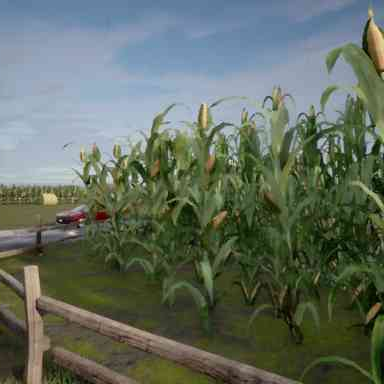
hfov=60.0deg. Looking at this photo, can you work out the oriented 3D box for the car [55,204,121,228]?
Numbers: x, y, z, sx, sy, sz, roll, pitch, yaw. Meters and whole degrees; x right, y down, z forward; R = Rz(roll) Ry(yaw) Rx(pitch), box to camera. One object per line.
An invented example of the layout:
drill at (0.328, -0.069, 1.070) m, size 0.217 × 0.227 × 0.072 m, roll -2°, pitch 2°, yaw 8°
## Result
car at (-7.110, 1.563, 23.190) m, size 1.882 × 1.535 × 5.008 m, roll 1°, pitch 0°, yaw 28°
